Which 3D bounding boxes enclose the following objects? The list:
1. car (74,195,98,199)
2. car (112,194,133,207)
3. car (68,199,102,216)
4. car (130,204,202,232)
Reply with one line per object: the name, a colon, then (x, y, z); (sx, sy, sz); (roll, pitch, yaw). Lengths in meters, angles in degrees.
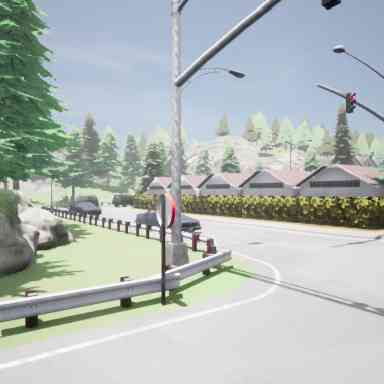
car: (-16.398, 1.452, 50.592); (2.150, 2.045, 5.566); (0, 0, 18)
car: (-10.393, 1.398, 54.114); (2.150, 2.045, 5.566); (0, 0, 37)
car: (-10.984, 1.739, 34.136); (2.033, 1.411, 5.357); (0, 0, -36)
car: (-1.674, 1.739, 20.972); (2.033, 1.411, 5.357); (0, 0, -38)
